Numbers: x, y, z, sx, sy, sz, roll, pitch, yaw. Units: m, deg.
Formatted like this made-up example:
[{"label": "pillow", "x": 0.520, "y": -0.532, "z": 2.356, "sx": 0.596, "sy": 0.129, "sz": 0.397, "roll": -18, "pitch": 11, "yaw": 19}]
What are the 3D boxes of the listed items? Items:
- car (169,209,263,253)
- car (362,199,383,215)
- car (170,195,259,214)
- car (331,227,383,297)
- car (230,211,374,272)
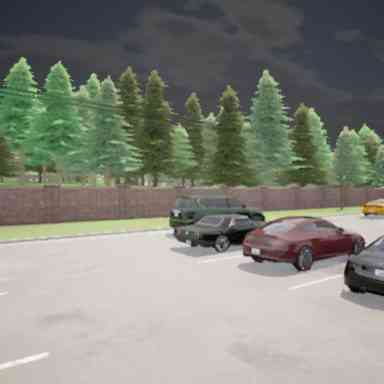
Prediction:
[{"label": "car", "x": 1.682, "y": 1.562, "z": 13.546, "sx": 4.718, "sy": 1.301, "sz": 1.895, "roll": 0, "pitch": 0, "yaw": -35}, {"label": "car", "x": 16.544, "y": 1.351, "z": 28.442, "sx": 5.008, "sy": 1.535, "sz": 1.882, "roll": 0, "pitch": 0, "yaw": -35}, {"label": "car", "x": 1.427, "y": 1.174, "z": 17.661, "sx": 5.566, "sy": 2.045, "sz": 2.150, "roll": 0, "pitch": 0, "yaw": -35}, {"label": "car", "x": 5.314, "y": 1.528, "z": 7.536, "sx": 4.181, "sy": 1.385, "sz": 1.994, "roll": 0, "pitch": 0, "yaw": -35}, {"label": "car", "x": 3.657, "y": 1.487, "z": 10.670, "sx": 4.674, "sy": 1.442, "sz": 1.812, "roll": 0, "pitch": 0, "yaw": -36}]
